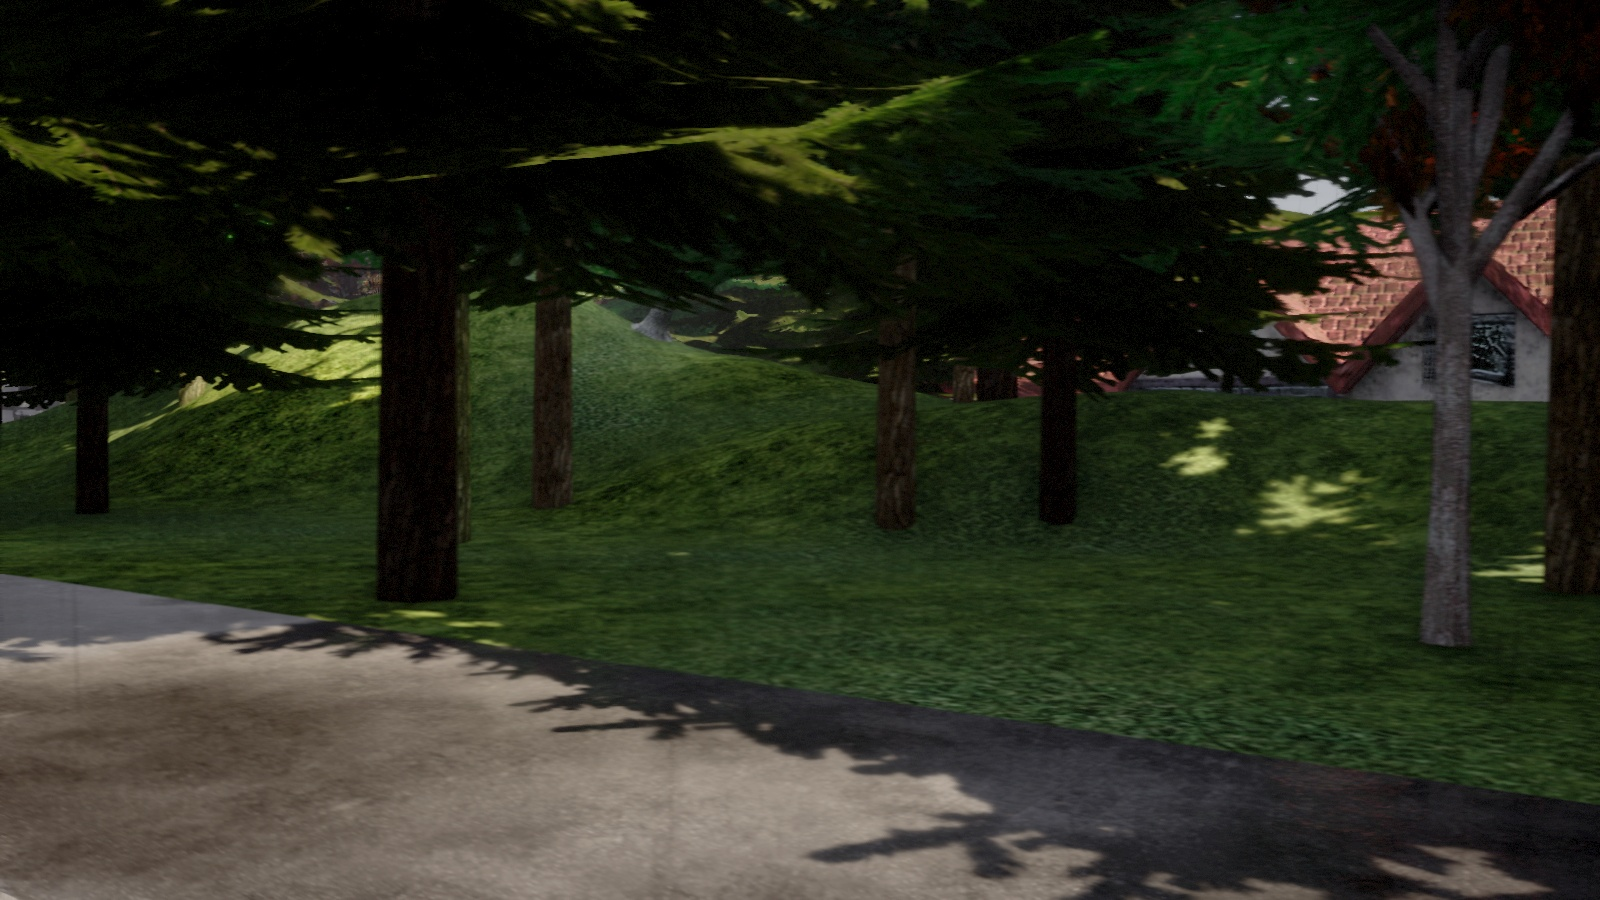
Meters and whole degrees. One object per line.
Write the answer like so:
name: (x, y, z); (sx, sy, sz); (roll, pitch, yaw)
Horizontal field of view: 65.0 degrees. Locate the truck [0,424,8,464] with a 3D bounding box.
truck: (-50.901, -0.321, 75.227); (2.627, 2.467, 5.204); (0, 1, 34)
